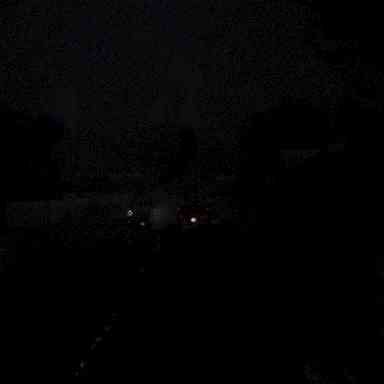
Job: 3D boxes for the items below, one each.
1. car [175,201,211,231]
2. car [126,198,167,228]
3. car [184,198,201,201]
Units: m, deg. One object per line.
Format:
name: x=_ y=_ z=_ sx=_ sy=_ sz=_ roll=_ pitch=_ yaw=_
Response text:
car: x=0.071 y=1.425 z=19.513 sx=1.994 sy=1.385 sz=4.181 roll=0 pitch=0 yaw=0
car: x=-2.778 y=1.205 z=20.926 sx=2.097 sy=1.767 sz=4.553 roll=0 pitch=0 yaw=0
car: x=0.050 y=1.358 z=36.374 sx=1.994 sy=1.385 sz=4.181 roll=0 pitch=0 yaw=0
